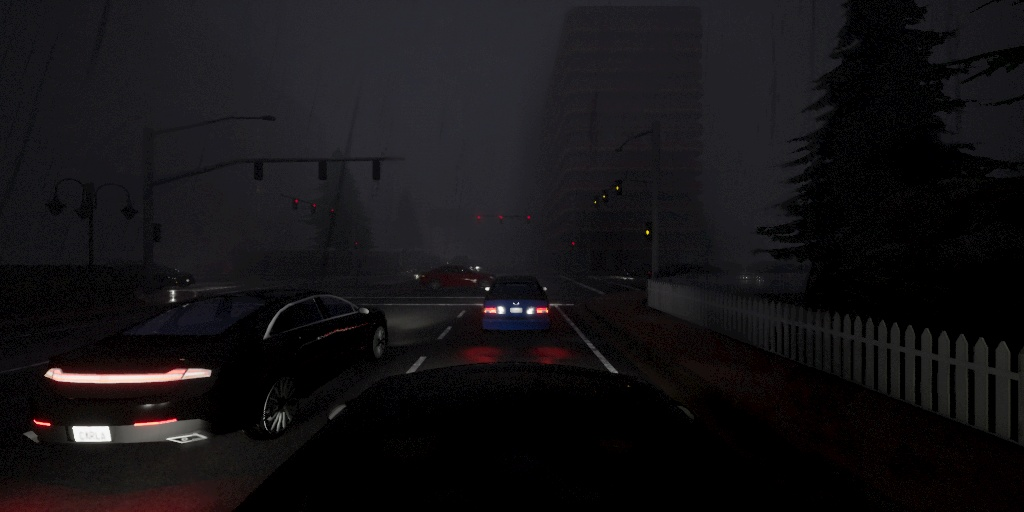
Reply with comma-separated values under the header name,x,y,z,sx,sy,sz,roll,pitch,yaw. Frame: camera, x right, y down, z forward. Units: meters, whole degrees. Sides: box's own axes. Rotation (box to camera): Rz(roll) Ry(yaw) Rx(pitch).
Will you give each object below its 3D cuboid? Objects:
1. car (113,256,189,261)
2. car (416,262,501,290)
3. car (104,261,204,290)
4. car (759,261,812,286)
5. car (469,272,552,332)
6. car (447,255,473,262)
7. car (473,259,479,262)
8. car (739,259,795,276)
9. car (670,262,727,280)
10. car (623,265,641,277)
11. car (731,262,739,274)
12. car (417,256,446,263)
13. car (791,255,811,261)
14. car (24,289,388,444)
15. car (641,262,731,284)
name,x,y,z,sx,sy,sz,roll,pitch,yaw
car,-25.722,1.047,24.773,4.553,1.767,2.097,0,0,0
car,-3.144,1.261,21.417,4.674,1.442,1.812,0,0,0
car,-21.712,1.198,21.297,4.892,1.490,1.837,0,0,0
car,19.286,1.258,24.114,4.181,1.385,1.994,0,0,-18
car,0.122,1.297,10.772,2.033,1.411,5.357,0,0,1
car,-7.059,0.971,49.103,2.150,2.045,5.566,0,0,0
car,-7.026,1.255,58.914,1.837,1.490,4.892,0,0,0
car,24.368,1.242,34.225,5.357,1.411,2.033,0,0,-31
car,15.888,1.259,30.549,4.181,1.385,1.994,0,0,-20
car,13.154,1.242,33.374,5.357,1.411,2.033,0,0,-13
car,22.055,1.295,36.938,4.718,1.301,1.895,0,0,-30
car,-10.530,0.971,45.944,2.150,2.045,5.566,0,0,2
car,32.357,0.916,40.552,2.150,2.045,5.566,0,0,43
car,-3.427,1.242,5.359,2.128,1.511,4.902,0,0,0
car,12.505,1.242,25.840,5.357,1.411,2.033,0,0,-11
